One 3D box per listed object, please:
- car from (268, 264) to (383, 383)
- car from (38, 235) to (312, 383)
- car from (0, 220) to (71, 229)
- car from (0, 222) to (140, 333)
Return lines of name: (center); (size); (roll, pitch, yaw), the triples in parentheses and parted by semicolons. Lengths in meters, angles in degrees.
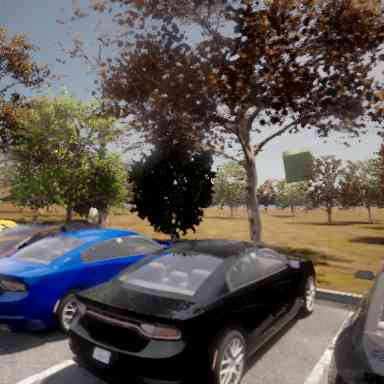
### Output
car: (2.888, 1.479, 3.694); (2.231, 1.521, 4.892); (0, 0, 35)
car: (0.513, 1.500, 5.389); (2.097, 1.535, 5.008); (0, 0, 36)
car: (-4.045, 1.547, 8.610); (2.163, 1.488, 4.792); (0, 0, 35)
car: (-1.759, 1.513, 7.009); (2.097, 1.535, 5.008); (0, 0, 35)
